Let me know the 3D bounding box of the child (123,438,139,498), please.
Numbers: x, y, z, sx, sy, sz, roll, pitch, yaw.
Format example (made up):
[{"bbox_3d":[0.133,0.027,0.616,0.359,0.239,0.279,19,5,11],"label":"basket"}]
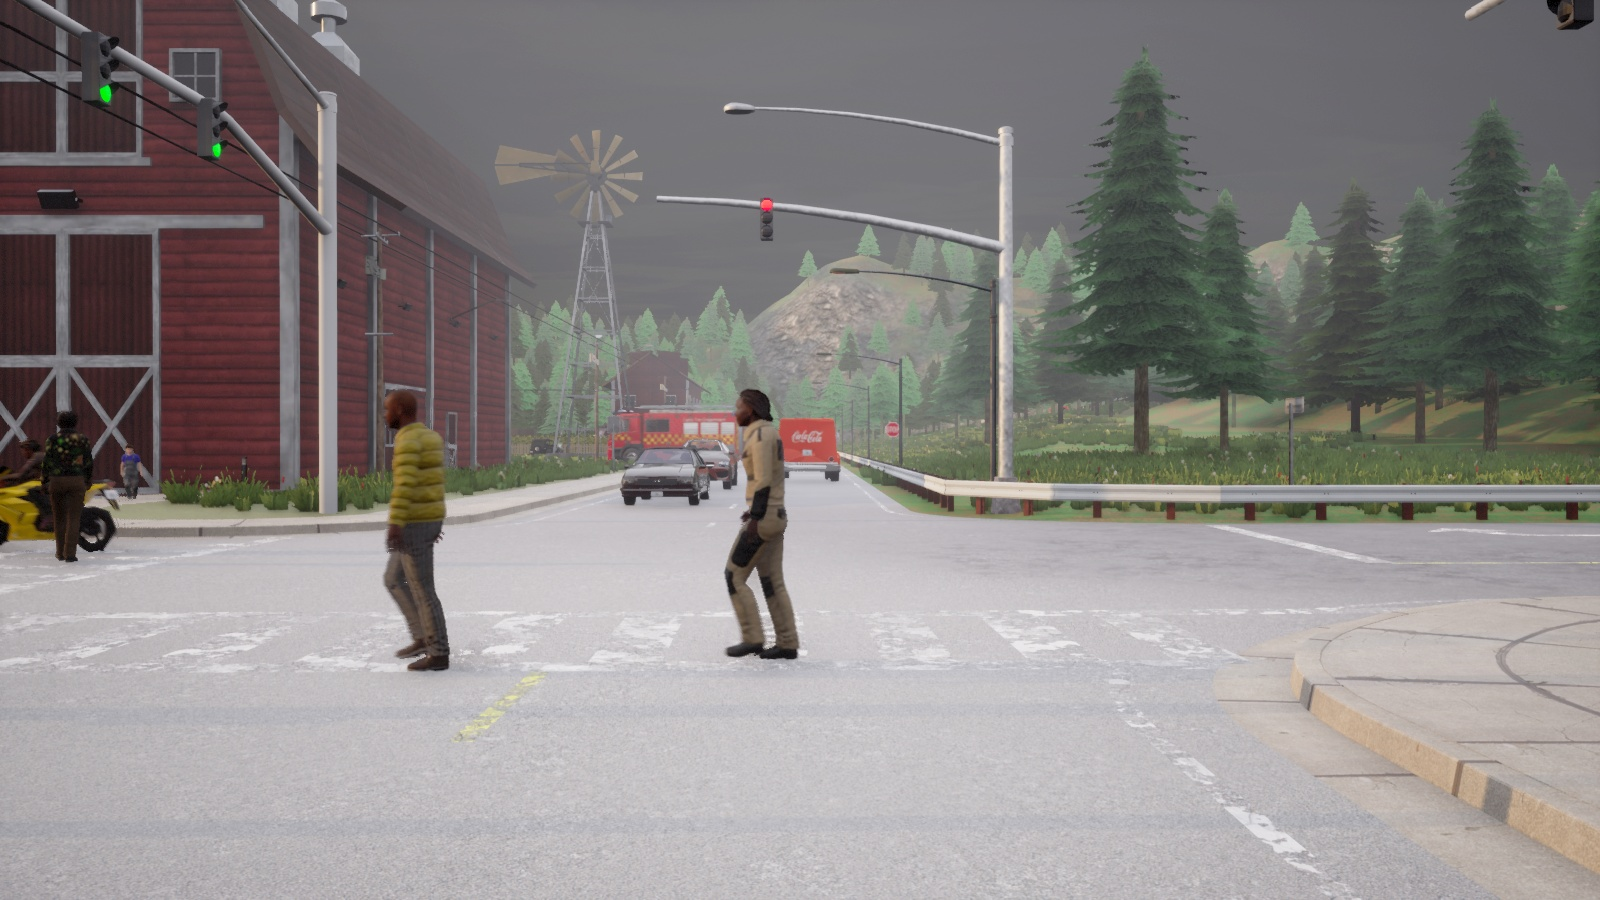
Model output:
[{"bbox_3d":[-14.239,0.376,26.729,0.270,1.263,0.437,0,0,-25],"label":"child"}]

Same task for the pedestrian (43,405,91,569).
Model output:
[{"bbox_3d":[-8.856,0.429,15.184,0.395,1.930,0.692,0,0,-21],"label":"pedestrian"}]

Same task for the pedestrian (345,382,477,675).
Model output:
[{"bbox_3d":[-2.495,0.491,8.079,0.726,1.835,0.370,0,0,7],"label":"pedestrian"}]

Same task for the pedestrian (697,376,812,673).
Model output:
[{"bbox_3d":[-0.298,0.483,8.410,0.692,1.930,0.396,0,0,11],"label":"pedestrian"}]

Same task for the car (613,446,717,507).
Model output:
[{"bbox_3d":[-3.308,0.611,31.870,2.033,1.411,5.357,0,0,0],"label":"car"}]

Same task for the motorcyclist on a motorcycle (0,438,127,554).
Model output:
[{"bbox_3d":[-10.230,0.599,16.770,2.044,1.523,0.797,0,0,-1],"label":"motorcyclist on a motorcycle"}]

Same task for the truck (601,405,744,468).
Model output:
[{"bbox_3d":[-7.973,-0.869,78.740,8.468,3.827,2.891,0,1,11],"label":"truck"}]

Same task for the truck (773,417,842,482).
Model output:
[{"bbox_3d":[0.294,-0.024,50.404,2.627,2.467,5.204,0,0,0],"label":"truck"}]

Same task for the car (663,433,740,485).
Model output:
[{"bbox_3d":[-3.251,0.283,42.350,2.152,1.651,5.027,0,0,0],"label":"car"}]
